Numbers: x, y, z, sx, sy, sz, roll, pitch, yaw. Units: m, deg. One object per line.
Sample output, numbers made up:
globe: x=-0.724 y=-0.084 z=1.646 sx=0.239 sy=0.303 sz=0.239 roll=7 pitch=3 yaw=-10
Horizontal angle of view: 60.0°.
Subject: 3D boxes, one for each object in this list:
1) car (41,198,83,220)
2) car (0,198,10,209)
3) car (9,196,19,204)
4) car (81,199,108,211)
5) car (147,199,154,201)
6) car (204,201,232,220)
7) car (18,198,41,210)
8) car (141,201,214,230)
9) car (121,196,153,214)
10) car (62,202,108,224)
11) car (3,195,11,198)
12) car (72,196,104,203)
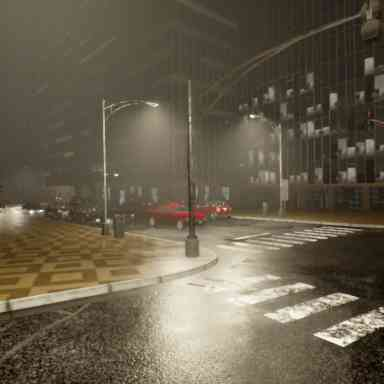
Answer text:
car: x=-12.364 y=1.705 z=31.435 sx=1.967 sy=1.590 sz=4.097 roll=-2 pitch=1 yaw=-41
car: x=-30.821 y=2.005 z=52.765 sx=1.802 sy=1.307 sz=4.206 roll=-2 pitch=1 yaw=-41
car: x=-39.267 y=1.941 z=75.325 sx=1.947 sy=1.339 sz=4.313 roll=-2 pitch=1 yaw=-41
car: x=-13.380 y=1.722 z=45.426 sx=1.947 sy=1.339 sz=4.313 roll=-2 pitch=1 yaw=-41
car: x=-2.285 y=1.642 z=32.613 sx=1.802 sy=1.307 sz=4.206 roll=-2 pitch=1 yaw=-41
car: x=1.411 y=1.468 z=28.341 sx=1.967 sy=1.590 sz=4.097 roll=-2 pitch=1 yaw=-41
car: x=-22.910 y=1.884 z=47.734 sx=1.994 sy=1.385 sz=4.181 roll=-2 pitch=1 yaw=-41
car: x=-1.104 y=1.608 z=22.395 sx=1.882 sy=1.535 sz=5.008 roll=-2 pitch=1 yaw=-41
car: x=-5.990 y=1.407 z=36.878 sx=2.192 sy=1.841 sz=5.009 roll=-2 pitch=1 yaw=-41
car: x=-8.669 y=1.798 z=27.171 sx=1.947 sy=1.339 sz=4.313 roll=-2 pitch=1 yaw=-41
car: x=-42.965 y=1.950 z=79.597 sx=1.887 sy=1.381 sz=4.507 roll=-2 pitch=1 yaw=-41
car: x=-10.482 y=1.429 z=33.245 sx=2.150 sy=2.045 sz=5.566 roll=-1 pitch=1 yaw=-40
